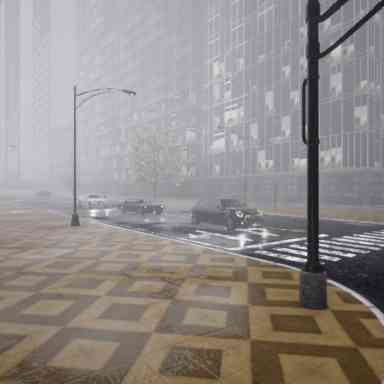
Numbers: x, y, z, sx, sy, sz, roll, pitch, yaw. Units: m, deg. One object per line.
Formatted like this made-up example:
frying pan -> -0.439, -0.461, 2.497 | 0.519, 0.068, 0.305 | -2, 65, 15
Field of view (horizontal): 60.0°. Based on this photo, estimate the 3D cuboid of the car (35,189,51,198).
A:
car -> -28.571, 0.240, 63.613 | 1.882, 1.535, 5.008 | 0, 1, -38

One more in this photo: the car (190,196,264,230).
car -> 1.934, 1.108, 19.235 | 2.097, 1.767, 4.553 | 0, 1, -38

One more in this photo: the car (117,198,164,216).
car -> -4.225, 1.174, 27.038 | 1.895, 1.301, 4.718 | 0, 1, -38

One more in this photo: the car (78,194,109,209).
car -> -10.472, 0.914, 34.986 | 1.812, 1.442, 4.674 | 0, 1, -38
